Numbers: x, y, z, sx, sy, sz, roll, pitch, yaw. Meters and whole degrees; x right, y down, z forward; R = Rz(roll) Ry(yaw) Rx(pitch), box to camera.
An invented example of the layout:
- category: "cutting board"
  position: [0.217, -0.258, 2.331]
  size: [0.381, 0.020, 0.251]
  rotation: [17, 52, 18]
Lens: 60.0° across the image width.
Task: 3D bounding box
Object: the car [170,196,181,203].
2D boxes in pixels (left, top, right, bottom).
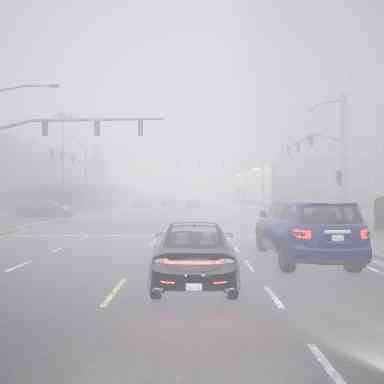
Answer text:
- category: "car"
  position: [-3.512, 1.547, 71.884]
  size: [2.033, 1.411, 5.357]
  rotation: [0, 0, 0]

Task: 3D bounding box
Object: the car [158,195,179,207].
- category: "car"
  position: [-3.595, 1.553, 51.888]
  size: [2.033, 1.411, 5.357]
  rotation: [0, 0, 0]

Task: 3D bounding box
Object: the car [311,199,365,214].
- category: "car"
  position: [15.577, 1.564, 35.637]
  size: [4.892, 1.490, 1.837]
  rotation: [0, 0, 0]

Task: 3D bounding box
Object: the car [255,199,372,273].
- category: "car"
  position: [3.570, 1.223, 10.840]
  size: [2.150, 2.045, 5.566]
  rotation: [0, 0, 0]

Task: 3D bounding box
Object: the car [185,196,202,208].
- category: "car"
  position: [0.047, 1.569, 47.962]
  size: [1.994, 1.385, 4.181]
  rotation: [0, 0, 1]

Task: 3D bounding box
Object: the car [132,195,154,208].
- category: "car"
  position: [-7.153, 1.357, 47.271]
  size: [2.097, 1.767, 4.553]
  rotation: [0, 0, 2]

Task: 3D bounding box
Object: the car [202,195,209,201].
- category: "car"
  position: [3.485, 1.535, 88.829]
  size: [2.128, 1.511, 4.902]
  rotation: [0, 0, 0]

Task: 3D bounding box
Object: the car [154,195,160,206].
- category: "car"
  position: [-7.094, 1.358, 56.095]
  size: [2.097, 1.767, 4.553]
  rotation: [0, 0, 0]

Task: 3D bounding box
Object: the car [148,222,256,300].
- category: "car"
  position: [0.055, 1.492, 8.395]
  size: [2.128, 1.511, 4.902]
  rotation: [0, 0, 0]

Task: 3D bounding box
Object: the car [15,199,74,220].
- category: "car"
  position: [-12.601, 1.398, 28.691]
  size: [4.553, 1.767, 2.097]
  rotation: [0, 0, -5]

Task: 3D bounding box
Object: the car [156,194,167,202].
- category: "car"
  position: [-7.013, 1.363, 76.463]
  size: [2.097, 1.767, 4.553]
  rotation: [0, 0, 0]
